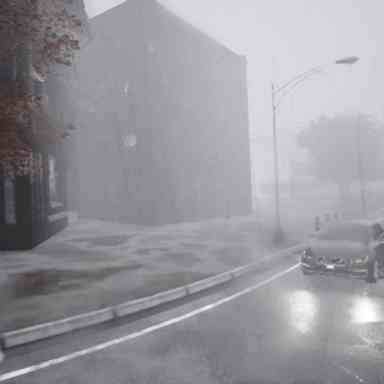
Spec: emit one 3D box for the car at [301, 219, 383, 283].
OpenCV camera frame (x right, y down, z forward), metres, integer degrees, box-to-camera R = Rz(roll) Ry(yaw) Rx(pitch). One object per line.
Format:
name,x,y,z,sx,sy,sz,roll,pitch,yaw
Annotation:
car,4.935,1.651,10.311,1.837,1.490,4.892,-2,-1,37
